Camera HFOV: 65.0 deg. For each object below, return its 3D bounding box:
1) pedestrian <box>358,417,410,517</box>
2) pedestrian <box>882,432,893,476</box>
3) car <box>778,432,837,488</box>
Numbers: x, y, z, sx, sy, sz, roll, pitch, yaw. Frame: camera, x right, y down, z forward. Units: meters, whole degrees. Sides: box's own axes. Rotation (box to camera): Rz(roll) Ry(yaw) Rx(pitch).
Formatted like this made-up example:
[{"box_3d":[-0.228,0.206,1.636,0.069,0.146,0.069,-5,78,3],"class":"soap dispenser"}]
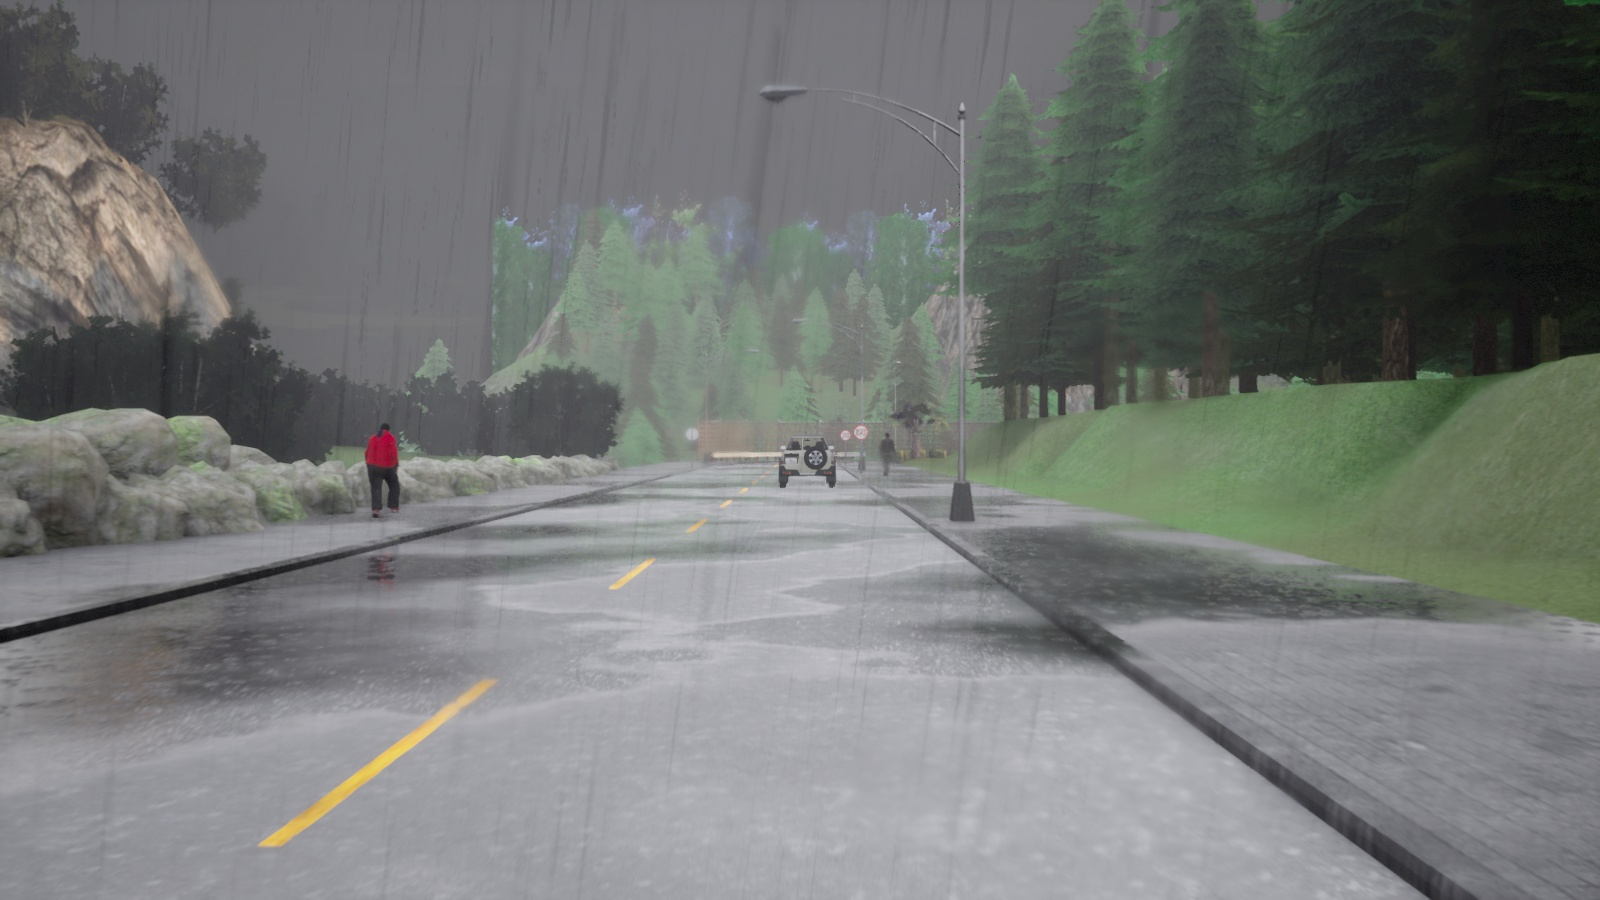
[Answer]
[{"box_3d":[-7.811,0.317,23.609,0.634,1.844,0.899,0,0,3],"class":"pedestrian"},{"box_3d":[3.612,0.166,51.973,0.431,1.840,0.703,0,0,5],"class":"pedestrian"},{"box_3d":[0.254,0.317,43.646,1.932,1.855,4.605,0,0,0],"class":"car"}]
